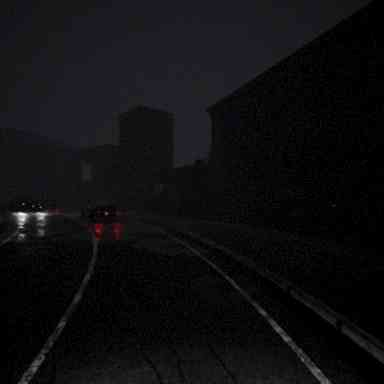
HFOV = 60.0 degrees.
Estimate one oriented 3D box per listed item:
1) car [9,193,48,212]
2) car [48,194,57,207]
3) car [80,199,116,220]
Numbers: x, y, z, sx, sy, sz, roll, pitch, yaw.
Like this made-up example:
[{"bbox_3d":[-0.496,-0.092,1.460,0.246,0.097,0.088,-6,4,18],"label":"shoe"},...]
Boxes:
[{"bbox_3d":[-14.971,0.908,29.886,1.837,1.490,4.892,3,-1,-41],"label":"car"},{"bbox_3d":[-16.797,0.869,37.103,4.902,1.511,2.128,2,-1,44],"label":"car"},{"bbox_3d":[-6.955,1.236,24.680,1.812,1.442,4.674,2,0,-29],"label":"car"}]
